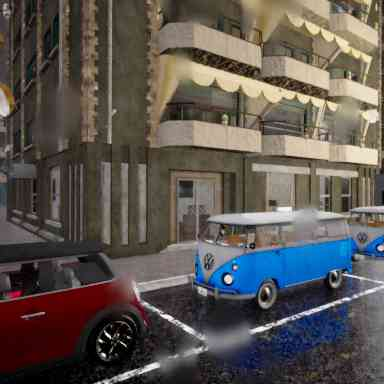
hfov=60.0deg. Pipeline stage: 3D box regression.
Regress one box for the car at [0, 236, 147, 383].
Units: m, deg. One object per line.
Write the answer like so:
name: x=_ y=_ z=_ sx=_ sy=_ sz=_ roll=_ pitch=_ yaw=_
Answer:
car: x=-2.722 y=1.440 z=4.152 sx=4.097 sy=1.590 sz=1.967 roll=0 pitch=0 yaw=-36

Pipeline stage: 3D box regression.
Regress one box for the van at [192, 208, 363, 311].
van: x=1.904 y=1.343 z=7.466 sx=3.998 sy=1.788 sz=1.690 roll=0 pitch=0 yaw=-36

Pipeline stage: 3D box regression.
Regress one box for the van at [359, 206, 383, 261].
van: x=6.529 y=1.345 z=10.780 sx=3.998 sy=1.788 sz=1.690 roll=0 pitch=0 yaw=-36
